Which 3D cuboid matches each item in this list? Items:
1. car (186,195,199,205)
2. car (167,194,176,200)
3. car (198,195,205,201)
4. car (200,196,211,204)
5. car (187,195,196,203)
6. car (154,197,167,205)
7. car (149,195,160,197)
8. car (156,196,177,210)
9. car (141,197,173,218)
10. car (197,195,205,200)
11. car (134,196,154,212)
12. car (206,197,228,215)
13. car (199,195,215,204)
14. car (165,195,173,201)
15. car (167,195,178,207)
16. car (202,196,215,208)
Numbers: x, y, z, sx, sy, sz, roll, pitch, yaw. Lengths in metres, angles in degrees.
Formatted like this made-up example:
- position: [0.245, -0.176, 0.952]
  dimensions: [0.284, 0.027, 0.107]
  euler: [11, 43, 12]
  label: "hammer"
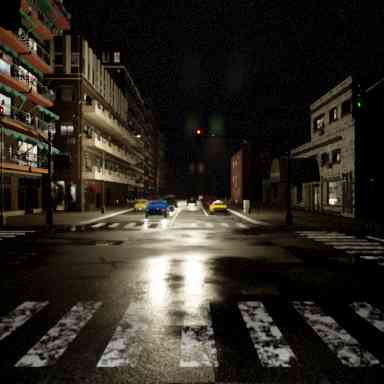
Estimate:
- position: [-0.056, 1.592, 60.238]
  dimensions: [2.033, 1.411, 5.357]
  euler: [0, 0, 0]
  label: "car"
- position: [-5.777, 1.425, 94.776]
  dimensions: [2.192, 1.841, 5.009]
  euler: [0, 0, 0]
  label: "car"
- position: [2.608, 1.624, 89.414]
  dimensions: [1.752, 1.417, 4.829]
  euler: [0, 0, 0]
  label: "car"
- position: [2.630, 1.606, 67.087]
  dimensions: [2.008, 1.369, 4.403]
  euler: [0, 0, 0]
  label: "car"
- position: [-0.066, 1.428, 70.658]
  dimensions: [1.882, 1.535, 5.008]
  euler: [0, 0, 0]
  label: "car"
- position: [-5.746, 1.597, 61.539]
  dimensions: [2.008, 1.369, 4.403]
  euler: [0, 0, 0]
  label: "car"
- position: [-5.734, 1.347, 50.461]
  dimensions: [2.192, 1.841, 5.009]
  euler: [0, 0, 0]
  label: "car"
- position: [-3.119, 1.547, 39.991]
  dimensions: [1.812, 1.442, 4.674]
  euler: [0, 0, 0]
  label: "car"
- position: [-3.128, 1.491, 30.712]
  dimensions: [1.882, 1.535, 5.008]
  euler: [0, 0, 0]
  label: "car"
- position: [2.603, 1.661, 94.783]
  dimensions: [2.008, 1.369, 4.403]
  euler: [0, 0, 0]
  label: "car"
- position: [-5.725, 1.545, 39.212]
  dimensions: [1.752, 1.417, 4.829]
  euler: [0, 0, 0]
  label: "car"
- position: [2.661, 1.541, 34.022]
  dimensions: [1.752, 1.417, 4.829]
  euler: [0, 0, 0]
  label: "car"
- position: [2.646, 1.347, 50.470]
  dimensions: [2.192, 1.841, 5.009]
  euler: [0, 0, 0]
  label: "car"
- position: [-5.767, 1.527, 83.696]
  dimensions: [1.967, 1.590, 4.097]
  euler: [0, 0, 0]
  label: "car"
- position: [-3.122, 1.536, 50.059]
  dimensions: [1.837, 1.490, 4.892]
  euler: [0, 0, 0]
  label: "car"
- position: [2.651, 1.607, 44.930]
  dimensions: [1.802, 1.307, 4.206]
  euler: [0, 0, 0]
  label: "car"
